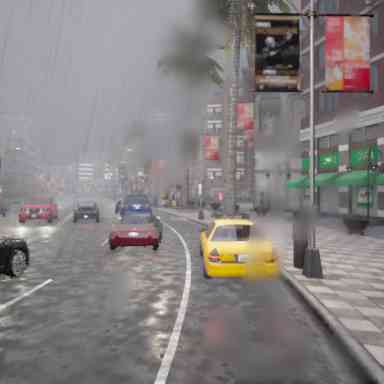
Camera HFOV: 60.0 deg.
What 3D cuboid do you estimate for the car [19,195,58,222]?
[{"bbox_3d":[-11.742,1.295,25.767,2.150,2.045,5.566,0,0,-16],"label":"car"}]

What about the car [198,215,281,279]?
[{"bbox_3d":[1.182,1.455,10.005,1.801,1.575,5.366,0,0,0],"label":"car"}]

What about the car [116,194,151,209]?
[{"bbox_3d":[-4.448,1.212,25.502,2.150,2.045,5.566,0,-1,-14],"label":"car"}]

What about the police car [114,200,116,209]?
[{"bbox_3d":[-7.167,1.420,35.130,1.930,1.638,5.238,0,0,-16],"label":"police car"}]

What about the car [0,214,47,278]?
[{"bbox_3d":[-5.506,1.490,7.285,2.128,1.511,4.902,0,0,3],"label":"car"}]

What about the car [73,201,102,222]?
[{"bbox_3d":[-8.263,1.501,26.311,1.837,1.490,4.892,0,0,-15],"label":"car"}]

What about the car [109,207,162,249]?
[{"bbox_3d":[-2.340,1.561,14.503,1.994,1.385,4.181,0,0,-4],"label":"car"}]
